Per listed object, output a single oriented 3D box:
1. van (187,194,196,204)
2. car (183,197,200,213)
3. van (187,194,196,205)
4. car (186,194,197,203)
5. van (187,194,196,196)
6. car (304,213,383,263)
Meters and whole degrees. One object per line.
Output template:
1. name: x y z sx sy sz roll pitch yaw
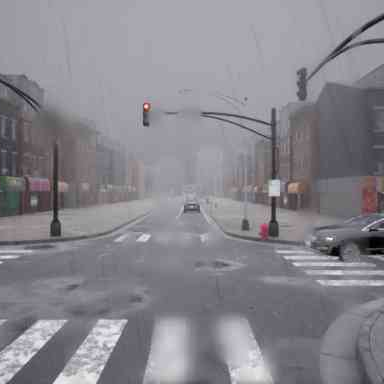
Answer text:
1. van: -0.112 1.348 64.740 1.690 1.788 3.998 0 0 0
2. car: -0.012 1.563 36.712 1.947 1.339 4.313 0 0 0
3. van: -0.093 1.344 59.135 1.690 1.788 3.998 0 0 0
4. car: -0.132 1.326 70.345 2.192 1.841 5.009 0 0 0
5. van: -0.073 1.341 53.529 1.690 1.788 3.998 0 0 0
6. car: 6.442 1.510 11.583 4.902 1.511 2.128 0 0 -4
